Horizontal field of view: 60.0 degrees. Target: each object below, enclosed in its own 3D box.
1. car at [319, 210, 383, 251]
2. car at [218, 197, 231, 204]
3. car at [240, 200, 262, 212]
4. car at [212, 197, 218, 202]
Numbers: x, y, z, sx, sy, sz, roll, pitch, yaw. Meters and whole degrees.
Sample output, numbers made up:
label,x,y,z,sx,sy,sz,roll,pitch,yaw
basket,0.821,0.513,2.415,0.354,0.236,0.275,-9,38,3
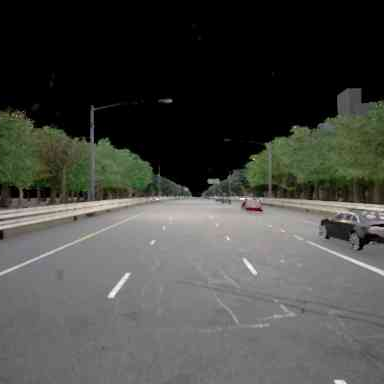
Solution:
label,x,y,z,sx,sy,sz,roll,pitch,yaw
car,7.062,1.499,14.083,2.128,1.511,4.902,0,0,-1
car,7.133,1.766,70.744,1.812,1.442,4.674,0,-1,0
car,7.016,1.593,39.667,1.994,1.385,4.181,0,0,0
car,7.273,2.104,91.780,1.895,1.301,4.718,0,-1,0
